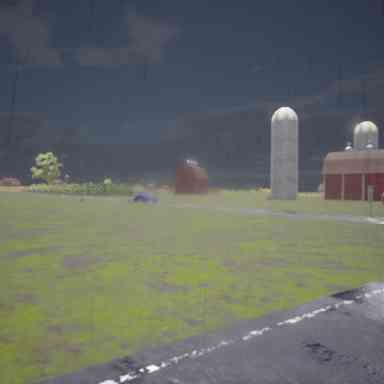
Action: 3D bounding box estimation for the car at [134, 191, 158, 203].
[{"bbox_3d":[-7.965,0.843,56.938,2.150,2.045,5.566,0,0,-37],"label":"car"}]
